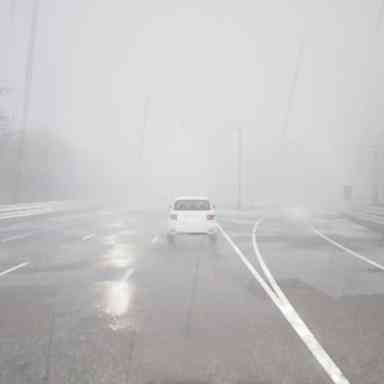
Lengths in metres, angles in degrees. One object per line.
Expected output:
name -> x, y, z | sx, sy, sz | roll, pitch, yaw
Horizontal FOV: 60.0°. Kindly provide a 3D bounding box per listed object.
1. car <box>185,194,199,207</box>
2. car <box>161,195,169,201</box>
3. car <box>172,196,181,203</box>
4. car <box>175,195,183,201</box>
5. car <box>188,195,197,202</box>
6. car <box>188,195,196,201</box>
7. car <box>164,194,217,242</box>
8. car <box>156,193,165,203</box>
car -> 0.037, 1.283, 55.296 | 2.150, 2.045, 5.566 | 0, 0, 0
car -> -6.943, 1.470, 85.992 | 1.882, 1.535, 5.008 | 0, 0, 0
car -> -3.450, 1.619, 75.567 | 1.837, 1.490, 4.892 | 0, 0, 0
car -> -3.443, 1.469, 85.990 | 1.882, 1.535, 5.008 | 0, 0, 0
car -> 0.052, 1.483, 77.201 | 2.097, 1.767, 4.553 | 0, 0, 0
car -> 0.057, 1.550, 86.403 | 2.033, 1.411, 5.357 | 0, 0, 0
car -> 0.011, 1.234, 16.601 | 2.150, 2.045, 5.566 | 0, 0, 0
car -> -6.950, 1.345, 75.602 | 2.150, 2.045, 5.566 | 0, 0, 0
